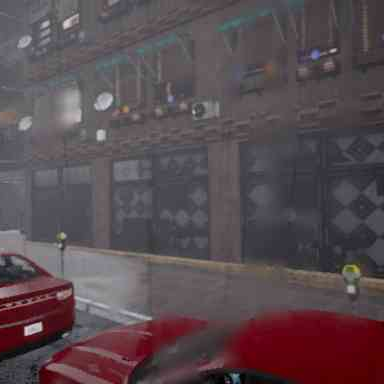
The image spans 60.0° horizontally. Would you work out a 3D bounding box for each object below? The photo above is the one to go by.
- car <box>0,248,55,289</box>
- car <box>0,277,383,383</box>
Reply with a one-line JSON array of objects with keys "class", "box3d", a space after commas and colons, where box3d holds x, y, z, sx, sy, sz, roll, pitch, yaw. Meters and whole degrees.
[{"class": "car", "box3d": [-3.785, 1.576, 5.427, 4.507, 1.381, 1.887, 0, -2, 35]}, {"class": "car", "box3d": [0.724, 1.548, 2.225, 4.507, 1.381, 1.887, 0, -2, 35]}]
